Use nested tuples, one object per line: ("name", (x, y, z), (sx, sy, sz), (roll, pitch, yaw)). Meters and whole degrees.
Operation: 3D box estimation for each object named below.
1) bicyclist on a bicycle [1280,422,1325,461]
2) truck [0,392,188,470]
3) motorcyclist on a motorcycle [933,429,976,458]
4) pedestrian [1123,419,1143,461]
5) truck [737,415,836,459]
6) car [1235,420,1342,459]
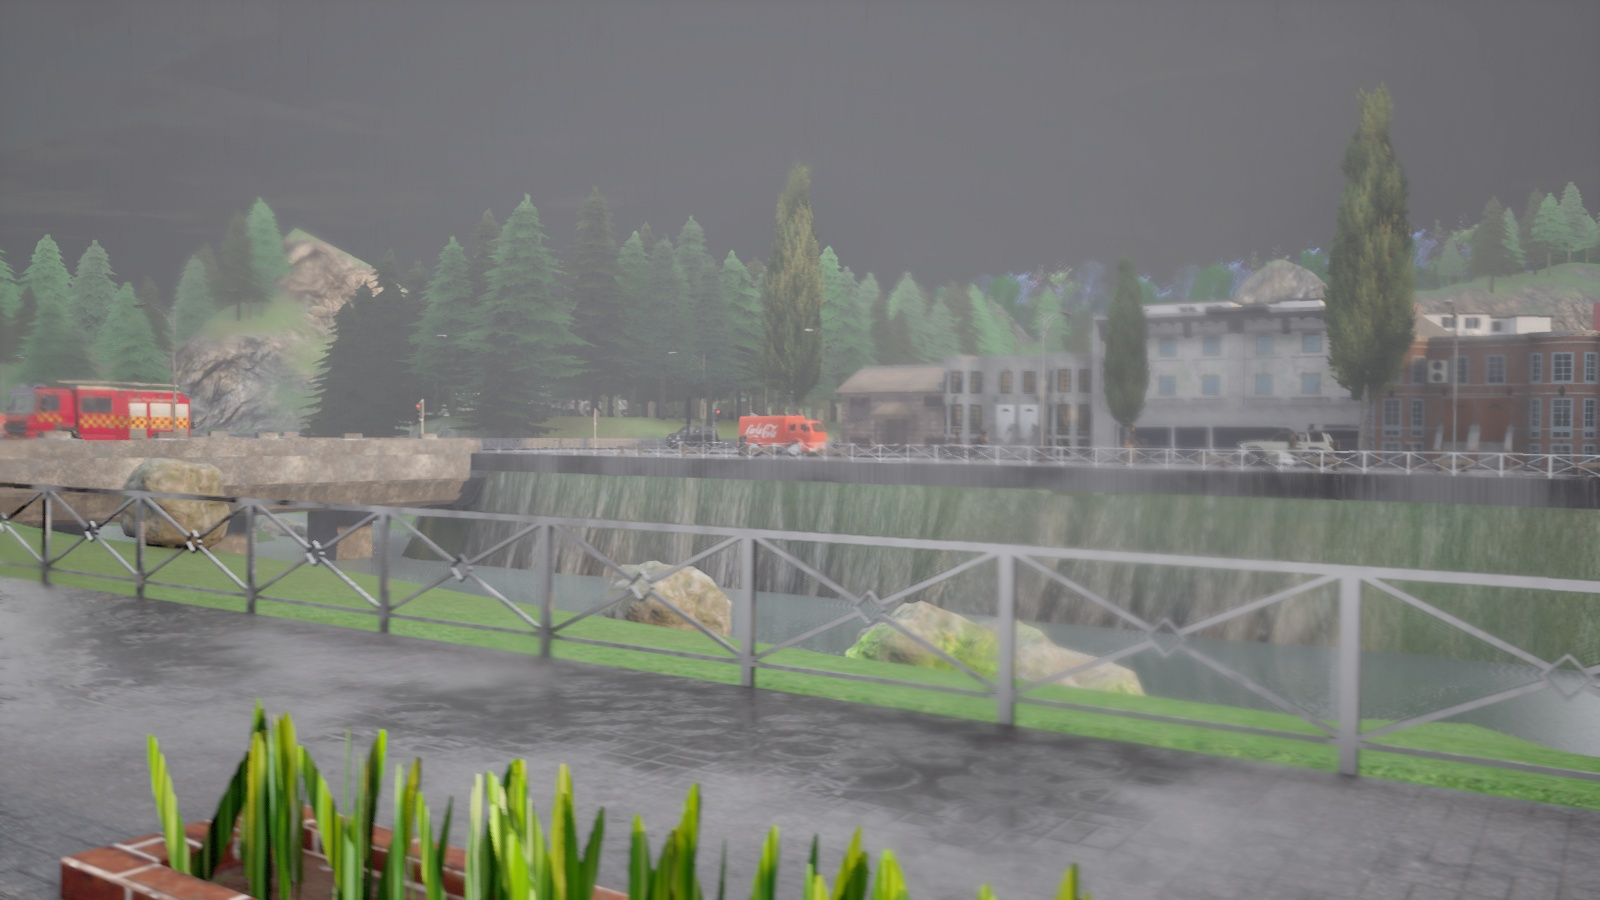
("bicyclist on a bicycle", (23.214, -0.401, 58.029), (1.843, 1.776, 0.659), (0, 1, 34))
("truck", (-37.053, -0.999, 66.007), (2.891, 3.827, 8.468), (0, 1, 33))
("motorcyclist on a motorcycle", (8.881, -0.386, 72.331), (2.350, 1.649, 0.766), (0, 1, 34))
("pedestrian", (14.882, -0.459, 56.070), (0.694, 1.848, 0.540), (0, 1, 43))
("truck", (-0.793, -0.752, 73.930), (5.204, 2.467, 2.627), (0, 1, 33))
("car", (24.178, -0.520, 62.174), (4.605, 1.855, 1.932), (0, 1, 34))
